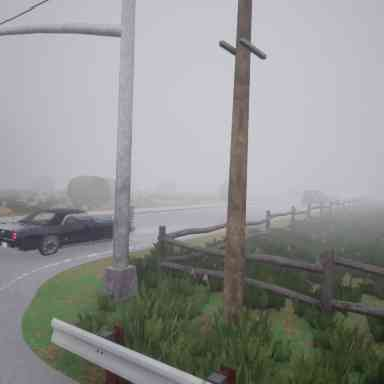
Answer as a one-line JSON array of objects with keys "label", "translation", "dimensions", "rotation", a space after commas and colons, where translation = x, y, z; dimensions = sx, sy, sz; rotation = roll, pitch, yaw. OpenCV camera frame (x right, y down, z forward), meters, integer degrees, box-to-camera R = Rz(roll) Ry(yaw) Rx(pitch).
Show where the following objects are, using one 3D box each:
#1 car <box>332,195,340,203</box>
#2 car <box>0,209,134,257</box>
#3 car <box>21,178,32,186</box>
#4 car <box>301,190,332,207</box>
[{"label": "car", "translation": [21.217, 1.139, 50.692], "dimensions": [1.994, 1.385, 4.181], "rotation": [3, 2, 33]}, {"label": "car", "translation": [-4.220, 1.256, 11.590], "dimensions": [1.895, 1.301, 4.718], "rotation": [3, 2, 34]}, {"label": "car", "translation": [-39.119, -2.288, 79.212], "dimensions": [1.905, 1.878, 3.866], "rotation": [8, 2, -13]}, {"label": "car", "translation": [15.463, 0.817, 41.796], "dimensions": [2.150, 2.045, 5.566], "rotation": [3, 2, 34]}]
